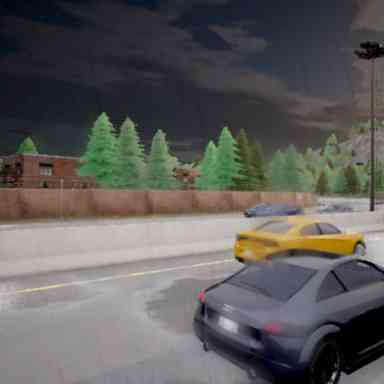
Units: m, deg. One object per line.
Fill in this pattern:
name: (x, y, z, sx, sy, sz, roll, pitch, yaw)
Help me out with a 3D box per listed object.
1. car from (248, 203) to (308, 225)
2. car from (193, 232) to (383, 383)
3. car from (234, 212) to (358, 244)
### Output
car: (6.870, 1.658, 26.259, 5.008, 1.535, 1.882, 0, 0, -38)
car: (2.077, 1.604, 5.227, 4.181, 1.385, 1.994, 1, 0, -35)
car: (3.569, 1.556, 10.589, 5.008, 1.535, 1.882, 1, 0, -35)
